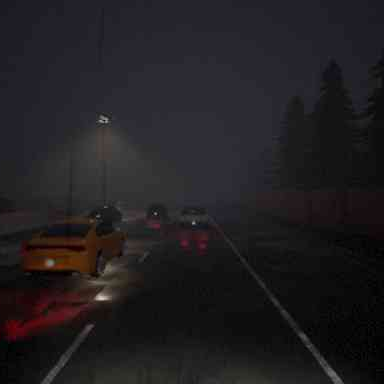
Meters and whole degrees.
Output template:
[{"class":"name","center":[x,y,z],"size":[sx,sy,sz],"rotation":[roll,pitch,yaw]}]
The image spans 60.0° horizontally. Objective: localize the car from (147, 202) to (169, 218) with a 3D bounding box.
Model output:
[{"class":"car","center":[-3.409,1.781,33.358],"size":[1.837,1.490,4.892],"rotation":[0,0,0]}]

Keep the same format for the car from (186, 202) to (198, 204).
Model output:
[{"class":"car","center":[0.044,1.940,41.009],"size":[1.895,1.301,4.718],"rotation":[0,0,0]}]

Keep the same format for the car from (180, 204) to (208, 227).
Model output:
[{"class":"car","center":[0.111,1.802,24.242],"size":[1.895,1.301,4.718],"rotation":[0,0,0]}]

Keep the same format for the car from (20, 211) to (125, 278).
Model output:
[{"class":"car","center":[-3.395,1.565,10.415],"size":[1.882,1.535,5.008],"rotation":[0,0,0]}]

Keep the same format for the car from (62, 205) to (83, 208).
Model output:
[{"class":"car","center":[-17.589,1.950,48.591],"size":[2.033,1.411,5.357],"rotation":[0,0,1]}]

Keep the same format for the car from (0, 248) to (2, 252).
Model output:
[{"class":"car","center":[-6.896,1.671,8.289],"size":[1.895,1.301,4.718],"rotation":[0,0,0]}]

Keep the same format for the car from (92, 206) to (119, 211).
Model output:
[{"class":"car","center":[-6.889,1.784,26.535],"size":[1.994,1.385,4.181],"rotation":[0,0,0]}]
